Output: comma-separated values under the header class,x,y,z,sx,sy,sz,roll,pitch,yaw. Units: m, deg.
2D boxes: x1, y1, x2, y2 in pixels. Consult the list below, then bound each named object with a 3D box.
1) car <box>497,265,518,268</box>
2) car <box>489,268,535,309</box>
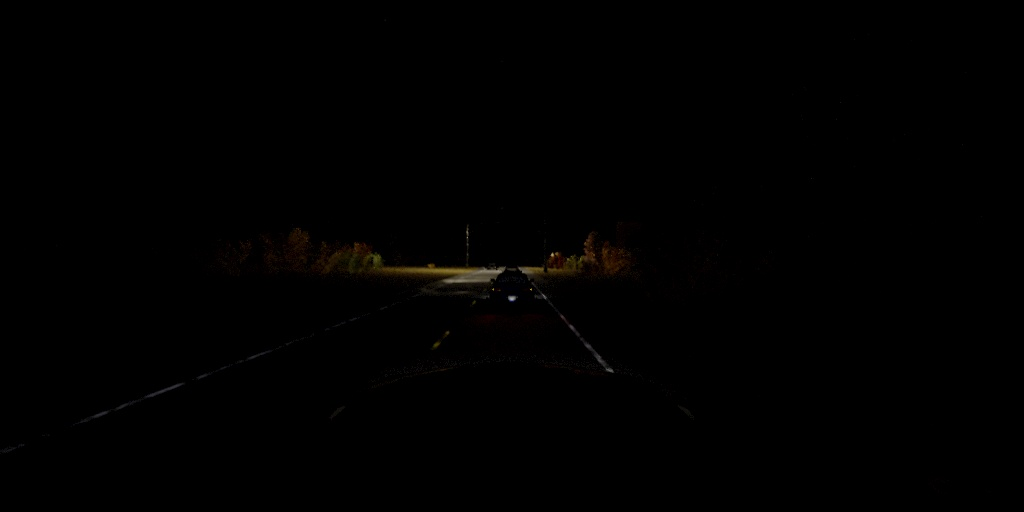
class,x,y,z,sx,sy,sz,roll,pitch,yaw
car,0.004,1.615,30.368,1.994,1.385,4.181,0,-1,1
car,0.014,1.421,15.751,1.812,1.442,4.674,0,0,0
